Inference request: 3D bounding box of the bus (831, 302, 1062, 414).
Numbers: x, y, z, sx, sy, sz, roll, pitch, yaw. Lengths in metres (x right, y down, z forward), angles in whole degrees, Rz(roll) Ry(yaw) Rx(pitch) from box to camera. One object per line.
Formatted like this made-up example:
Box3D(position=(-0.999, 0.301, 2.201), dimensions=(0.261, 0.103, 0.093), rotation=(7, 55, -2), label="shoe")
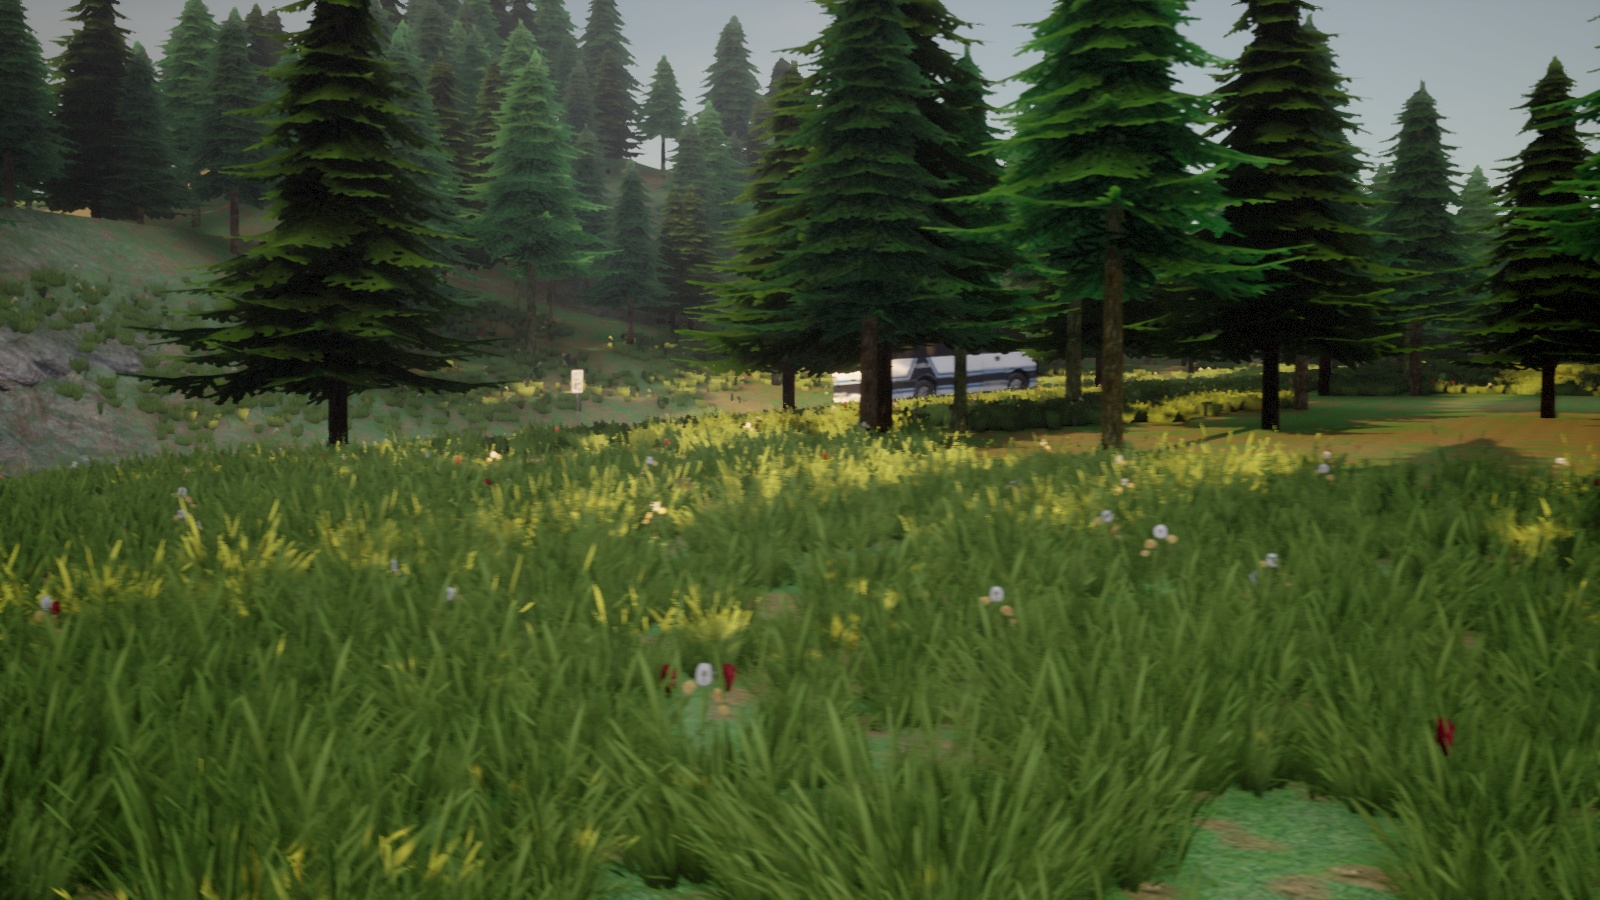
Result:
Box3D(position=(6.956, -4.335, 58.491), dimensions=(10.273, 4.253, 3.944), rotation=(-7, 4, -34), label="bus")
